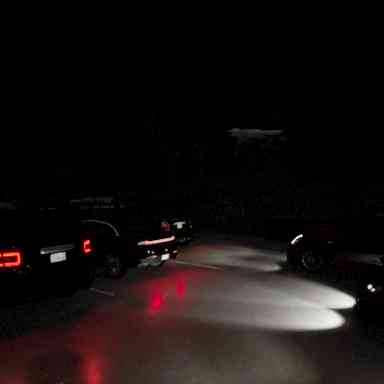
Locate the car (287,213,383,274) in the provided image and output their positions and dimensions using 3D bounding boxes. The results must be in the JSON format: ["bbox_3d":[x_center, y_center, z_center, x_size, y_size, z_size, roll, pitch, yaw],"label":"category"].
[{"bbox_3d":[4.981,1.352,9.040,4.553,1.767,2.097,0,0,36],"label":"car"}]

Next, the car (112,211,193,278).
[{"bbox_3d":[-2.666,1.491,10.154,4.902,1.511,2.128,0,0,36],"label":"car"}]

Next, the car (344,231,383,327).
[{"bbox_3d":[4.753,1.563,4.891,4.181,1.385,1.994,0,0,36],"label":"car"}]

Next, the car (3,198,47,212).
[{"bbox_3d":[-19.319,1.469,38.636,1.994,1.385,4.181,0,0,38],"label":"car"}]

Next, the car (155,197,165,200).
[{"bbox_3d":[-6.457,1.505,56.316,4.718,1.301,1.895,0,0,-37],"label":"car"}]

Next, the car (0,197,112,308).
[{"bbox_3d":[-4.551,1.221,7.228,5.566,2.045,2.150,0,0,33],"label":"car"}]

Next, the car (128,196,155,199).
[{"bbox_3d":[-8.574,1.404,50.035,4.902,1.511,2.128,0,0,-40],"label":"car"}]

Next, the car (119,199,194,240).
[{"bbox_3d":[-2.206,1.351,14.123,4.553,1.767,2.097,0,0,35],"label":"car"}]
